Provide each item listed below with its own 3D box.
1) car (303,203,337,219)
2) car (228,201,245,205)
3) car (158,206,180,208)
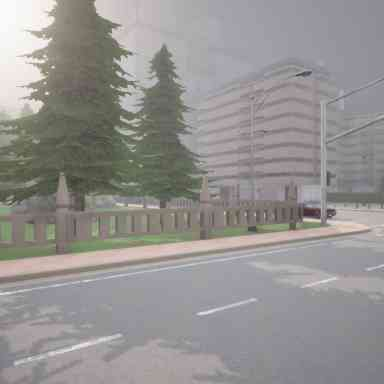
[{"bbox_3d":[10.103,1.601,29.056,1.895,1.301,4.718,0,0,-34],"label":"car"},{"bbox_3d":[4.369,1.601,37.225,1.895,1.301,4.718,0,0,-35],"label":"car"},{"bbox_3d":[-3.357,1.499,48.136,1.837,1.490,4.892,0,2,-36],"label":"car"}]
